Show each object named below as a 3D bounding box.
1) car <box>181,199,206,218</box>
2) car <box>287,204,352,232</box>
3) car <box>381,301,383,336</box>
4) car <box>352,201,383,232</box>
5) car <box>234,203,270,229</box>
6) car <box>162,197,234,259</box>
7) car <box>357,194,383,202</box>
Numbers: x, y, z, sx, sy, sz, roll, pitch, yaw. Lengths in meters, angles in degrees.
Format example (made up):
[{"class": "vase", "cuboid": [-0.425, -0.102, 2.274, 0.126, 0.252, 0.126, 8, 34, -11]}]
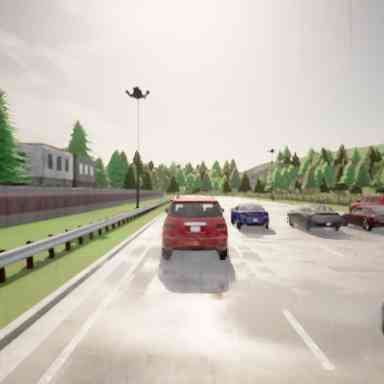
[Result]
[{"class": "car", "cuboid": [0.103, 1.447, 30.953, 2.128, 1.511, 4.902, 0, 0, 0]}, {"class": "car", "cuboid": [7.103, 1.463, 19.720, 2.128, 1.511, 4.902, 0, 0, 0]}, {"class": "car", "cuboid": [3.602, 1.501, 2.786, 1.837, 1.490, 4.892, 0, 0, 0]}, {"class": "car", "cuboid": [10.589, 1.497, 19.832, 1.812, 1.442, 4.674, 0, 0, 0]}, {"class": "car", "cuboid": [3.602, 1.447, 21.353, 1.882, 1.535, 5.008, 0, 0, 0]}, {"class": "car", "cuboid": [0.101, 1.203, 12.664, 2.150, 2.045, 5.566, 0, 0, 0]}, {"class": "car", "cuboid": [14.104, 1.185, 25.254, 2.150, 2.045, 5.566, 0, 0, 0]}]
